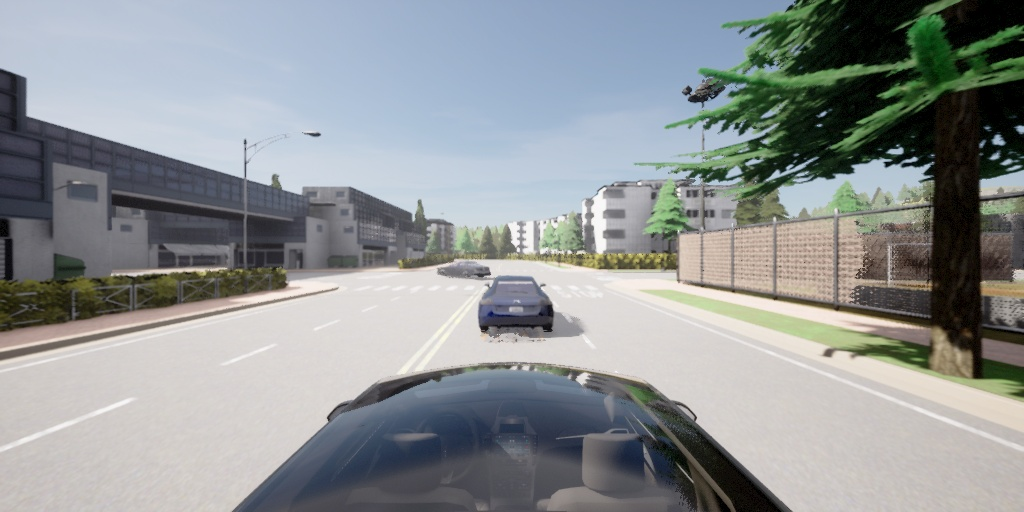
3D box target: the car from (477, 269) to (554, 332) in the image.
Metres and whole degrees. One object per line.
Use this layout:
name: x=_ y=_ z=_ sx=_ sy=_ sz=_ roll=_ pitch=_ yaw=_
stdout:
car: x=0.092 y=1.265 z=10.736 sx=1.994 sy=1.385 sz=4.181 roll=0 pitch=0 yaw=0

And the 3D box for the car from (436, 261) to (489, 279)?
car: x=-4.168 y=1.156 z=30.354 sx=5.357 sy=1.411 sz=2.033 roll=0 pitch=0 yaw=42
